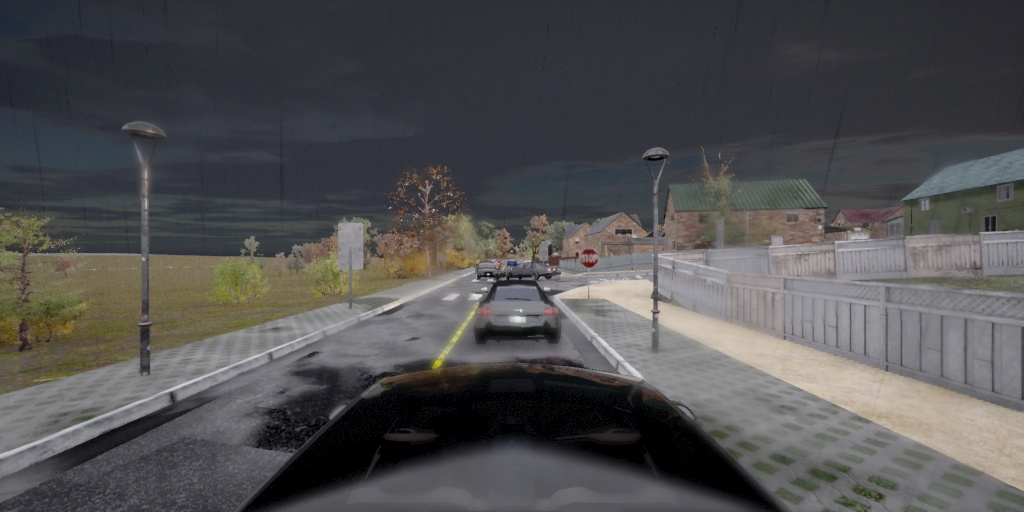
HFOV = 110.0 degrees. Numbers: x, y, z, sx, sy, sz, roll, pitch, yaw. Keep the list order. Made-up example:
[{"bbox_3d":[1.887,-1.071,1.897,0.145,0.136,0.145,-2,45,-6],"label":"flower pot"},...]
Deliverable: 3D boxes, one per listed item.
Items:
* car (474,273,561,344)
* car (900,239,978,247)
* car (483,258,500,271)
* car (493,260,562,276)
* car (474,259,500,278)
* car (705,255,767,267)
[{"bbox_3d":[0.103,1.313,9.565,1.994,1.385,4.181,0,0,-1],"label":"car"},{"bbox_3d":[23.889,-0.208,20.532,4.902,1.511,2.128,-3,0,14],"label":"car"},{"bbox_3d":[-2.843,1.120,51.309,2.097,1.767,4.553,0,0,1],"label":"car"},{"bbox_3d":[1.339,1.197,28.579,5.357,1.411,2.033,-4,-3,43],"label":"car"},{"bbox_3d":[-2.248,1.257,31.491,1.837,1.490,4.892,0,0,-8],"label":"car"},{"bbox_3d":[14.389,0.413,22.954,4.181,1.385,1.994,-3,0,16],"label":"car"}]
